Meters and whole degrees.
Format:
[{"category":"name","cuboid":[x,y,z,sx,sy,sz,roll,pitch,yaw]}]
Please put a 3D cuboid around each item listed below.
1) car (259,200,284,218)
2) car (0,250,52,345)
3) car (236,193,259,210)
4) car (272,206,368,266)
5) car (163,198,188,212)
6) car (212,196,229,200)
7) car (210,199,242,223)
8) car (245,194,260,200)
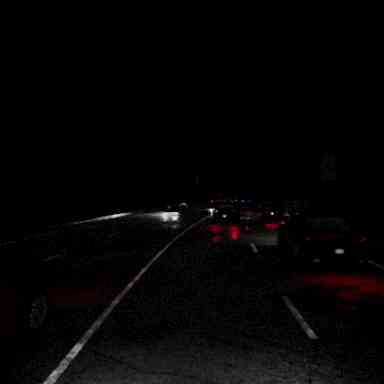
[{"category":"car","cuboid":[7.046,1.483,29.487,1.837,1.490,4.892,0,0,12]},{"category":"car","cuboid":[-3.396,1.513,4.057,1.812,1.442,4.674,0,0,2]},{"category":"car","cuboid":[6.910,1.180,42.531,2.150,2.045,5.566,0,0,17]},{"category":"car","cuboid":[4.254,1.471,11.572,1.882,1.535,5.008,0,0,5]},{"category":"car","cuboid":[-1.842,1.425,38.136,2.128,1.511,4.902,0,0,15]},{"category":"car","cuboid":[3.897,1.292,45.179,2.097,1.767,4.553,0,0,19]},{"category":"car","cuboid":[2.672,1.496,25.543,1.812,1.442,4.674,0,0,10]},{"category":"car","cuboid":[13.897,1.135,76.017,1.812,1.442,4.674,0,0,30]}]
